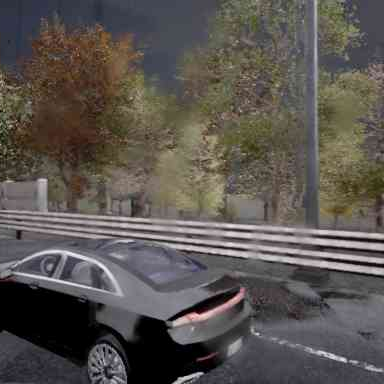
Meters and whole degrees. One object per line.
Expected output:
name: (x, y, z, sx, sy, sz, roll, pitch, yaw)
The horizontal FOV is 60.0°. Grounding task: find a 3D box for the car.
car: (-1.501, 1.462, 5.012, 4.902, 1.511, 2.128, 0, 0, 36)
